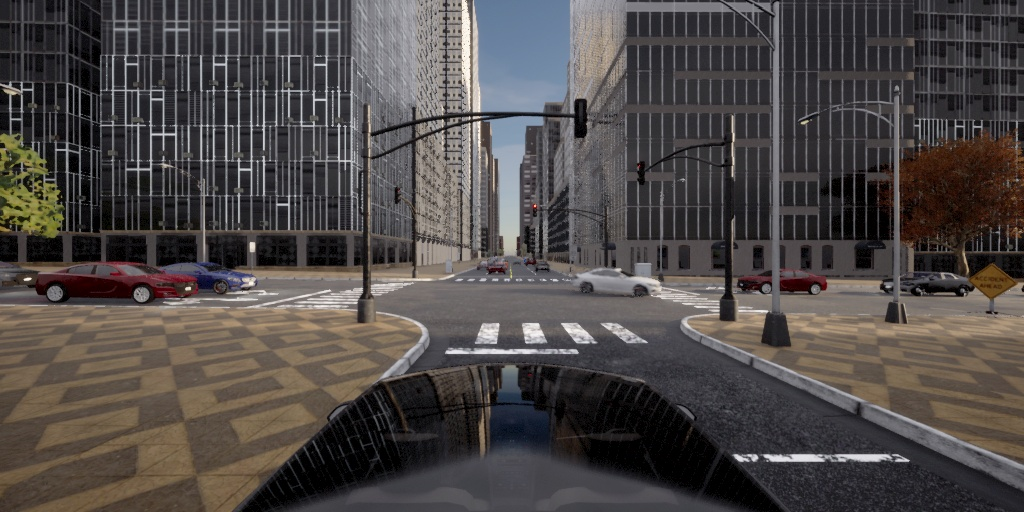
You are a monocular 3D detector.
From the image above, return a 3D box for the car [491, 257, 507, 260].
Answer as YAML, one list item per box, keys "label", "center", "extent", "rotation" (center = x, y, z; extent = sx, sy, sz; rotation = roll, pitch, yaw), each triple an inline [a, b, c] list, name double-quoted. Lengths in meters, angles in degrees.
- label: "car"
  center: [-1.648, 1.112, 52.964]
  extent: [2.097, 1.767, 4.553]
  rotation: [0, 0, 0]

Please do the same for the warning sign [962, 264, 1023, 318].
- label: "warning sign"
  center: [17.257, 1.204, 12.900]
  extent: [1.060, 1.860, 1.300]
  rotation: [0, 0, -3]

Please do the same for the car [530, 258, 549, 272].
- label: "car"
  center: [3.844, 1.329, 46.676]
  extent: [1.948, 1.339, 4.313]
  rotation: [0, 0, 0]

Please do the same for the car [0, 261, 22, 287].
- label: "car"
  center: [-24.903, 0.882, 16.875]
  extent: [4.181, 1.385, 1.994]
  rotation: [1, 0, -3]

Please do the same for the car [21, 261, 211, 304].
- label: "car"
  center: [-15.288, 0.973, 14.080]
  extent: [5.008, 1.535, 1.882]
  rotation: [1, 0, -2]

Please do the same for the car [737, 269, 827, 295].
- label: "car"
  center: [16.718, 1.554, 22.334]
  extent: [5.008, 1.535, 1.882]
  rotation: [1, 0, -3]

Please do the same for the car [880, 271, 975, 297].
- label: "car"
  center: [26.288, 1.739, 22.796]
  extent: [4.902, 1.511, 2.128]
  rotation: [1, 0, -3]

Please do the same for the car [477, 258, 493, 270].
- label: "car"
  center: [-4.119, 1.342, 52.154]
  extent: [1.802, 1.307, 4.207]
  rotation: [0, 0, 0]

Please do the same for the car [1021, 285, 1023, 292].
- label: "car"
  center: [36.279, 1.932, 23.269]
  extent: [4.892, 1.490, 1.837]
  rotation: [1, 0, -3]

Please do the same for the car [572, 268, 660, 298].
- label: "car"
  center: [5.666, 1.395, 19.804]
  extent: [4.674, 1.442, 1.812]
  rotation: [1, 1, 30]

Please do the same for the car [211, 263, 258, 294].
- label: "car"
  center: [-14.977, 1.026, 17.352]
  extent: [4.674, 1.442, 1.812]
  rotation: [1, 0, -1]

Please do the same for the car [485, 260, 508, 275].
- label: "car"
  center: [-1.570, 1.368, 38.761]
  extent: [1.895, 1.301, 4.718]
  rotation: [0, 0, 0]
